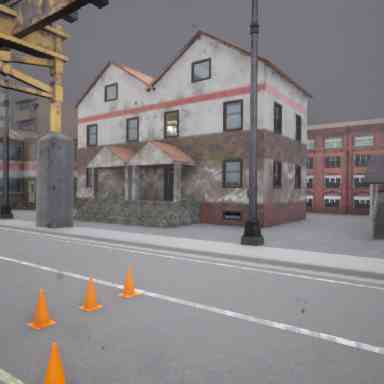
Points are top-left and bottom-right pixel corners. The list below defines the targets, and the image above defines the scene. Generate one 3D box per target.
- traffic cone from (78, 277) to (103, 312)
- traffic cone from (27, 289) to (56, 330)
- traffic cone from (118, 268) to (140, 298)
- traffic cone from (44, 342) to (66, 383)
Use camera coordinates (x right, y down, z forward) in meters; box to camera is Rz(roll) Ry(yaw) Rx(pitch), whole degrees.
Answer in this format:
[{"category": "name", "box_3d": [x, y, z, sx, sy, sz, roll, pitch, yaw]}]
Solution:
[{"category": "traffic cone", "box_3d": [-1.960, 1.949, 6.441, 0.340, 0.580, 0.340, 0, 0, 36]}, {"category": "traffic cone", "box_3d": [-2.546, 1.949, 5.630, 0.340, 0.580, 0.340, 0, 0, 36]}, {"category": "traffic cone", "box_3d": [-1.375, 1.949, 7.251, 0.340, 0.580, 0.340, 0, 0, 36]}, {"category": "traffic cone", "box_3d": [-1.509, 1.952, 3.648, 0.340, 0.580, 0.340, 0, 0, 36]}]
